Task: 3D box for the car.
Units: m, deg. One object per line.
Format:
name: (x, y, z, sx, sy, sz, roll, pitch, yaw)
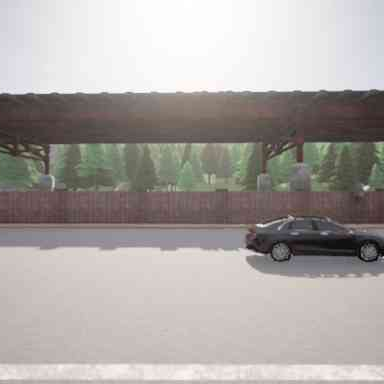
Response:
car: (4.313, 1.589, 11.778, 4.892, 1.490, 1.837, 0, 0, 1)
